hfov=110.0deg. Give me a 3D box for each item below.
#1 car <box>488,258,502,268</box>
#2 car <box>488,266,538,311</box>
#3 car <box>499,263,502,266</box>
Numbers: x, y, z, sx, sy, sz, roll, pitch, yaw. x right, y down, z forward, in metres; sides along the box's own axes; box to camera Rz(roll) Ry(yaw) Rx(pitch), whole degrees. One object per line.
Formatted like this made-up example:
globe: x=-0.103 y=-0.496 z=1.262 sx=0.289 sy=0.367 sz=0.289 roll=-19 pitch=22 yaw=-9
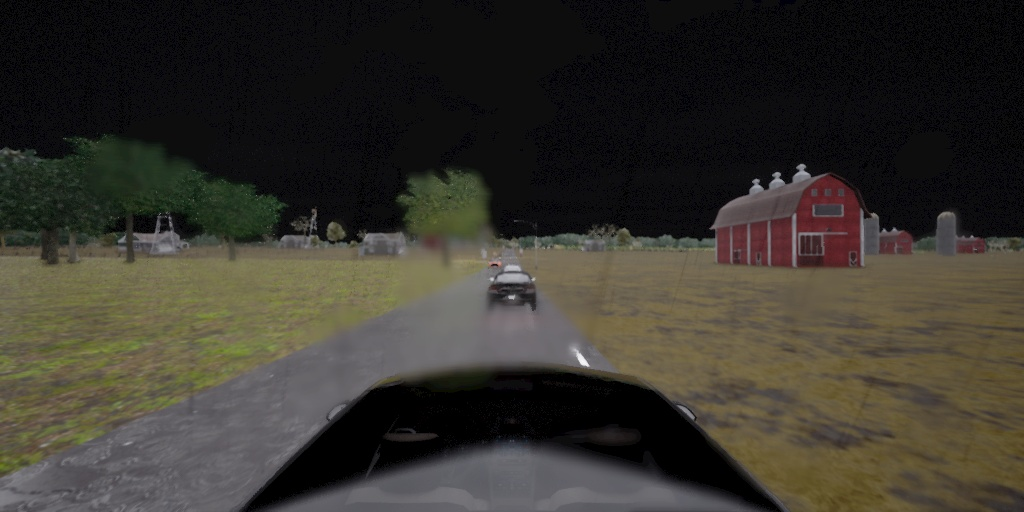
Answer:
car: x=-2.805 y=1.139 z=60.410 sx=2.097 sy=1.767 sz=4.553 roll=0 pitch=1 yaw=1
car: x=0.052 y=1.354 z=15.353 sx=1.882 sy=1.535 sz=5.008 roll=0 pitch=0 yaw=1
car: x=0.047 y=1.520 z=29.838 sx=1.812 sy=1.442 sz=4.674 roll=0 pitch=0 yaw=1
